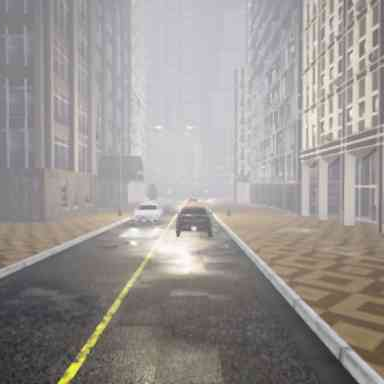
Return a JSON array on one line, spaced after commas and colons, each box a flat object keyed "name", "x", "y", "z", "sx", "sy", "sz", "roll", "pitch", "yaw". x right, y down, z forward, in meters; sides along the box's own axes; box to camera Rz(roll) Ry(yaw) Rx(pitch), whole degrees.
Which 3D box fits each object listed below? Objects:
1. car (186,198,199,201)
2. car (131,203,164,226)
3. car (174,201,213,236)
[{"name": "car", "x": 0.093, "y": 1.425, "z": 38.918, "sx": 1.882, "sy": 1.535, "sz": 5.008, "roll": 0, "pitch": 0, "yaw": 0}, {"name": "car", "x": -3.005, "y": 1.491, "z": 23.114, "sx": 1.812, "sy": 1.442, "sz": 4.674, "roll": 0, "pitch": 0, "yaw": 0}, {"name": "car", "x": 0.096, "y": 1.476, "z": 18.196, "sx": 1.837, "sy": 1.490, "sz": 4.892, "roll": 0, "pitch": 0, "yaw": 0}]
